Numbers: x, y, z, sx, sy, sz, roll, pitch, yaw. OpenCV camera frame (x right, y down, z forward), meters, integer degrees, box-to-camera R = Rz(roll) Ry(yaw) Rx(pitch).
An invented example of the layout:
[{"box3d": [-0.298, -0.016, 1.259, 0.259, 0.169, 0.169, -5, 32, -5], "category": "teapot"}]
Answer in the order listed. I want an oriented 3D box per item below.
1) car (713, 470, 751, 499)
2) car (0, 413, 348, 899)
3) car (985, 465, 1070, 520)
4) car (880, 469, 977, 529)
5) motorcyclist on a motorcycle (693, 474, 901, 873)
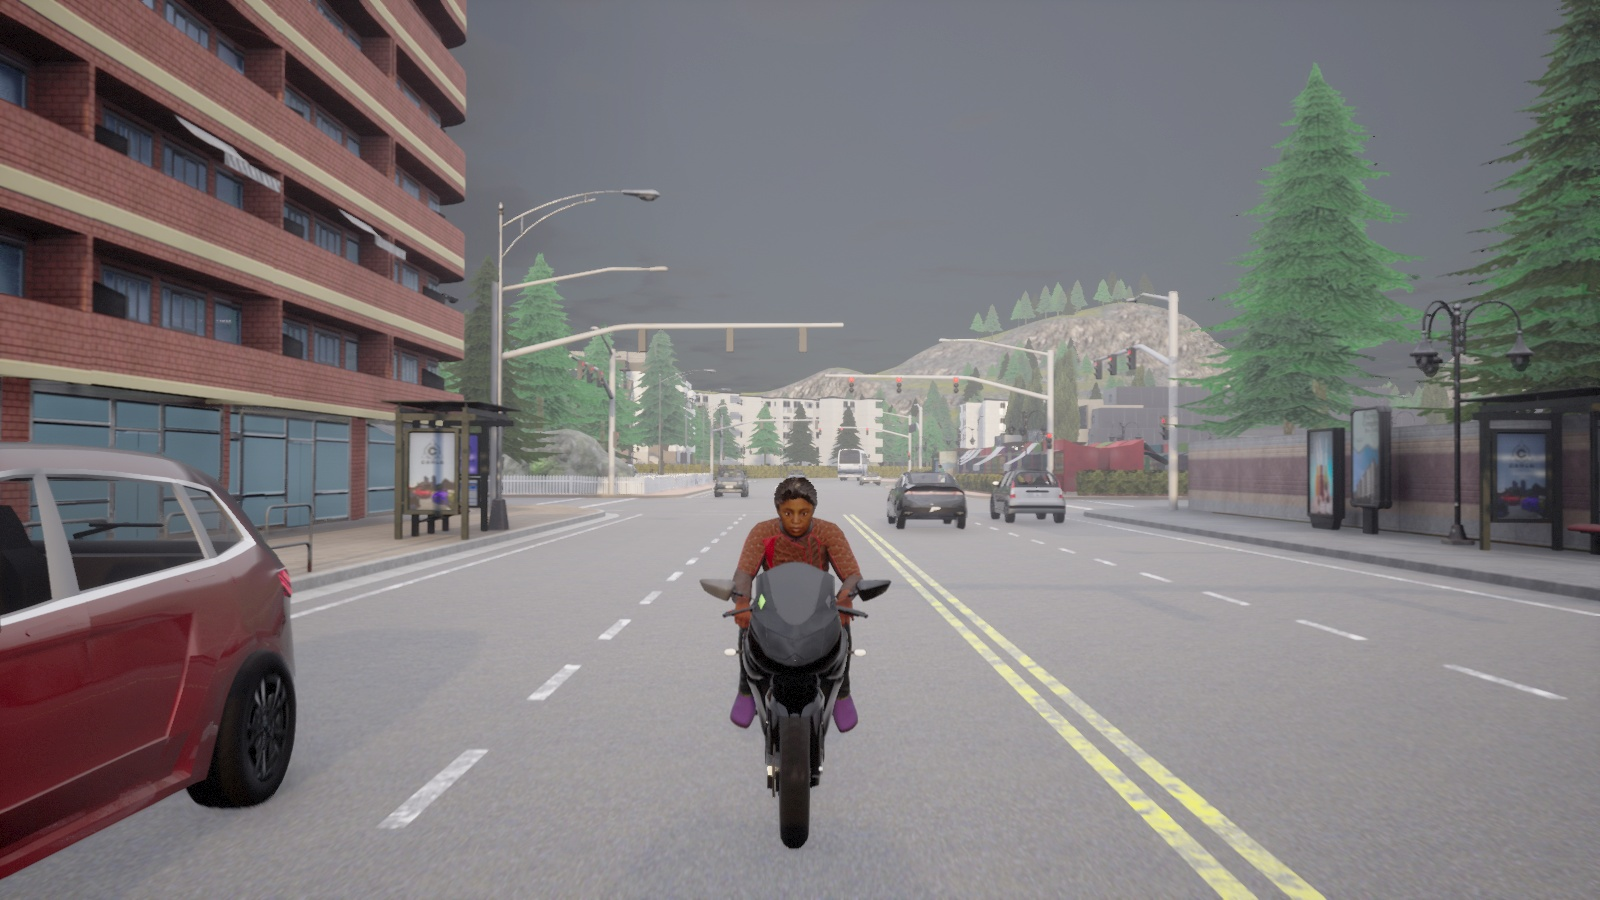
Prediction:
[{"box3d": [-3.716, 1.846, 68.787, 1.789, 1.549, 3.705, 0, -1, 2], "category": "car"}, {"box3d": [-3.511, 0.737, 4.344, 2.242, 1.667, 4.611, 0, -1, 0], "category": "car"}, {"box3d": [6.908, 1.265, 38.478, 1.851, 1.617, 3.988, 0, -1, 0], "category": "car"}, {"box3d": [3.418, 1.274, 34.322, 2.128, 1.511, 4.902, 0, -1, 0], "category": "car"}, {"box3d": [-0.014, 0.883, 5.875, 0.797, 1.523, 2.044, 0, -1, 0], "category": "motorcyclist on a motorcycle"}]
